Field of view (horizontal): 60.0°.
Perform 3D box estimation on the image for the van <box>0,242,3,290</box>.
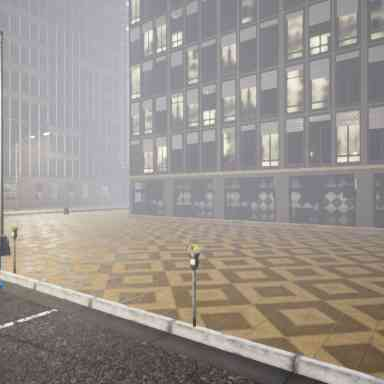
[{"bbox_3d":[-5.649,1.337,7.020,3.998,1.788,1.690,0,0,36],"label":"van"}]
